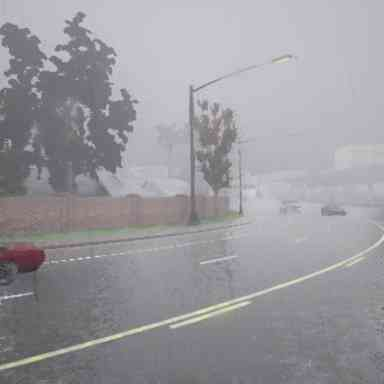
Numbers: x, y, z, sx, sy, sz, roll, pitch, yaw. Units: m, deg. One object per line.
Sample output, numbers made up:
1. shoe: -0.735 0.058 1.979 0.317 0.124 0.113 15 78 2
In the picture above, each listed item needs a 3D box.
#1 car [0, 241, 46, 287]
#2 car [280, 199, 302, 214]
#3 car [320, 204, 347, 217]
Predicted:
1. car: -6.277 1.694 8.151 4.718 1.301 1.895 1 -1 -36
2. car: 13.858 2.047 47.060 2.150 2.045 5.566 -1 -1 4
3. car: 16.514 2.162 39.049 2.033 1.411 5.357 -1 -1 8
